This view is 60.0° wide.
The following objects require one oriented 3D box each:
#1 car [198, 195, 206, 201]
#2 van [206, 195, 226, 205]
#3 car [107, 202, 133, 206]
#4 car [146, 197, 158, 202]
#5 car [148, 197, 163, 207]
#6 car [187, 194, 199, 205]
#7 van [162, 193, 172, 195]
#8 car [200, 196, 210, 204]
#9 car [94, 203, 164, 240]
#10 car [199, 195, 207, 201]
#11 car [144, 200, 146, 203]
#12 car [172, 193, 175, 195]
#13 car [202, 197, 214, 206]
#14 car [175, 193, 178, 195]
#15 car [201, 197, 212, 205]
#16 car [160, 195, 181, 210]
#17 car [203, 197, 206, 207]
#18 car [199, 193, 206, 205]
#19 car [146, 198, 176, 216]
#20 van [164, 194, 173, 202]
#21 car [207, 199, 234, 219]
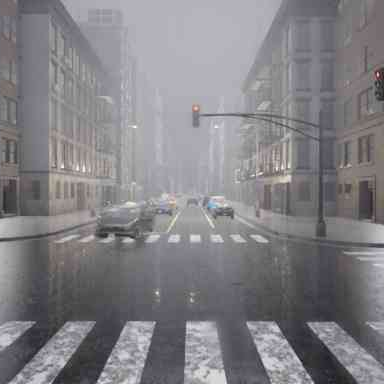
[{"bbox_3d":[2.634,1.560,88.324,1.947,1.339,4.313,0,0,0],"label":"car"},{"bbox_3d":[2.632,1.338,34.261,1.690,1.788,3.998,0,0,0],"label":"van"},{"bbox_3d":[-5.396,1.549,23.446,2.008,1.369,4.403,0,0,0],"label":"car"},{"bbox_3d":[-5.421,1.436,45.071,1.967,1.590,4.097,0,0,0],"label":"car"},{"bbox_3d":[-5.427,1.521,50.307,1.752,1.417,4.829,0,0,0],"label":"car"},{"bbox_3d":[0.085,1.501,57.017,1.837,1.490,4.892,0,0,0],"label":"car"},{"bbox_3d":[-5.446,1.337,66.695,1.690,1.788,3.998,0,0,0],"label":"van"},{"bbox_3d":[2.634,1.521,66.868,1.752,1.417,4.829,0,0,0],"label":"car"},{"bbox_3d":[-3.222,1.546,17.446,2.033,1.411,5.357,0,0,8],"label":"car"},{"bbox_3d":[2.634,1.540,82.918,1.887,1.381,4.507,0,0,0],"label":"car"},{"bbox_3d":[-5.402,1.523,28.682,1.752,1.417,4.829,0,0,0],"label":"car"},{"bbox_3d":[-5.452,1.310,72.101,2.192,1.841,5.009,0,0,0],"label":"car"},{"bbox_3d":[2.633,1.562,55.886,1.947,1.339,4.313,0,0,0],"label":"car"},{"bbox_3d":[-5.470,1.545,88.321,2.008,1.369,4.403,0,0,0],"label":"car"},{"bbox_3d":[2.633,1.546,61.293,2.008,1.369,4.403,0,0,0],"label":"car"},{"bbox_3d":[-2.847,1.474,43.503,1.882,1.535,5.008,0,0,0],"label":"car"},{"bbox_3d":[2.632,1.578,39.668,1.802,1.307,4.206,0,0,0],"label":"car"},{"bbox_3d":[2.633,1.311,50.480,2.192,1.841,5.009,0,0,0],"label":"car"},{"bbox_3d":[-2.858,1.561,31.836,1.994,1.385,4.181,0,0,0],"label":"car"},{"bbox_3d":[-5.458,1.336,77.508,1.690,1.788,3.998,0,0,0],"label":"van"},{"bbox_3d":[2.632,1.548,28.855,2.008,1.369,4.403,0,0,0],"label":"car"}]
